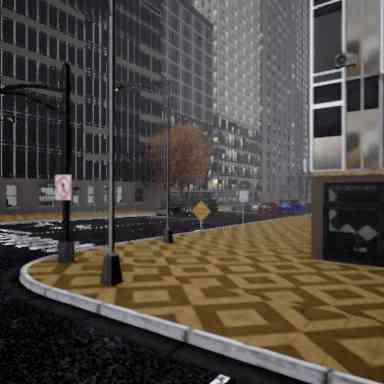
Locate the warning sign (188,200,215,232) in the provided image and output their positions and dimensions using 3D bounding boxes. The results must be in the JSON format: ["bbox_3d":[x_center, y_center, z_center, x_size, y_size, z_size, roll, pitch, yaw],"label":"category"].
[{"bbox_3d":[0.582,1.438,20.361,1.300,1.860,1.060,1,1,33],"label":"warning sign"}]

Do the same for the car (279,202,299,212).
[{"bbox_3d":[16.604,2.480,56.545,1.882,1.535,5.008,0,-1,33],"label":"car"}]

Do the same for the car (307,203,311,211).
[{"bbox_3d":[19.336,2.536,54.785,1.812,1.442,4.674,0,-1,33],"label":"car"}]

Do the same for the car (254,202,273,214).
[{"bbox_3d":[11.271,2.179,48.171,2.097,1.767,4.553,0,-1,33],"label":"car"}]

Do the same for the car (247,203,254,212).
[{"bbox_3d":[11.164,2.474,54.100,1.812,1.442,4.674,0,-1,33],"label":"car"}]

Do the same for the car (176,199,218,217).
[{"bbox_3d":[0.969,1.794,38.444,2.150,2.045,5.566,0,-1,33],"label":"car"}]

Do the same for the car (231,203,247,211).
[{"bbox_3d":[8.432,2.476,55.859,2.033,1.411,5.357,0,-1,33],"label":"car"}]

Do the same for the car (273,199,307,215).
[{"bbox_3d":[13.595,2.044,45.806,2.150,2.045,5.566,0,-1,35],"label":"car"}]

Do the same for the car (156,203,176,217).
[{"bbox_3d":[-2.317,2.051,39.344,1.837,1.490,4.892,0,-1,33],"label":"car"}]
